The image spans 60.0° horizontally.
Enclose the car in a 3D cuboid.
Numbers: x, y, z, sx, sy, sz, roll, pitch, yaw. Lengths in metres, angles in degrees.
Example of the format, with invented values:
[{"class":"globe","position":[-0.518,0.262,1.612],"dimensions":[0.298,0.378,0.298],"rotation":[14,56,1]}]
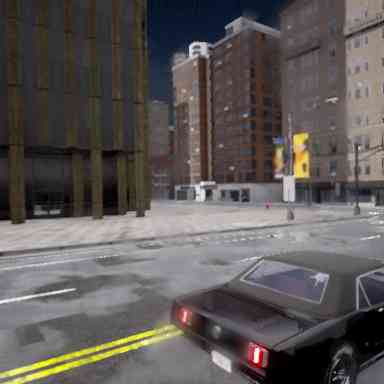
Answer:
[{"class":"car","position":[2.136,1.567,4.963],"dimensions":[4.718,1.301,1.895],"rotation":[-1,0,-35]}]
